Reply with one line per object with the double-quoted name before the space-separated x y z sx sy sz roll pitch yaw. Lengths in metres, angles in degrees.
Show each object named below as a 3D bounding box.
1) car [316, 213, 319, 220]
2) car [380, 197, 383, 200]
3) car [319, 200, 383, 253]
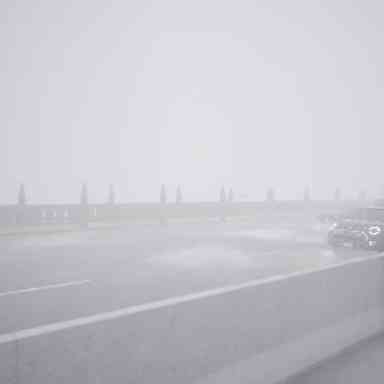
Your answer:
"car" 11.758 1.631 25.292 5.357 1.411 2.033 0 0 -36
"car" 13.857 1.306 22.488 5.566 2.045 2.150 0 0 -35
"car" 7.659 1.398 13.763 4.553 1.767 2.097 0 0 -36
